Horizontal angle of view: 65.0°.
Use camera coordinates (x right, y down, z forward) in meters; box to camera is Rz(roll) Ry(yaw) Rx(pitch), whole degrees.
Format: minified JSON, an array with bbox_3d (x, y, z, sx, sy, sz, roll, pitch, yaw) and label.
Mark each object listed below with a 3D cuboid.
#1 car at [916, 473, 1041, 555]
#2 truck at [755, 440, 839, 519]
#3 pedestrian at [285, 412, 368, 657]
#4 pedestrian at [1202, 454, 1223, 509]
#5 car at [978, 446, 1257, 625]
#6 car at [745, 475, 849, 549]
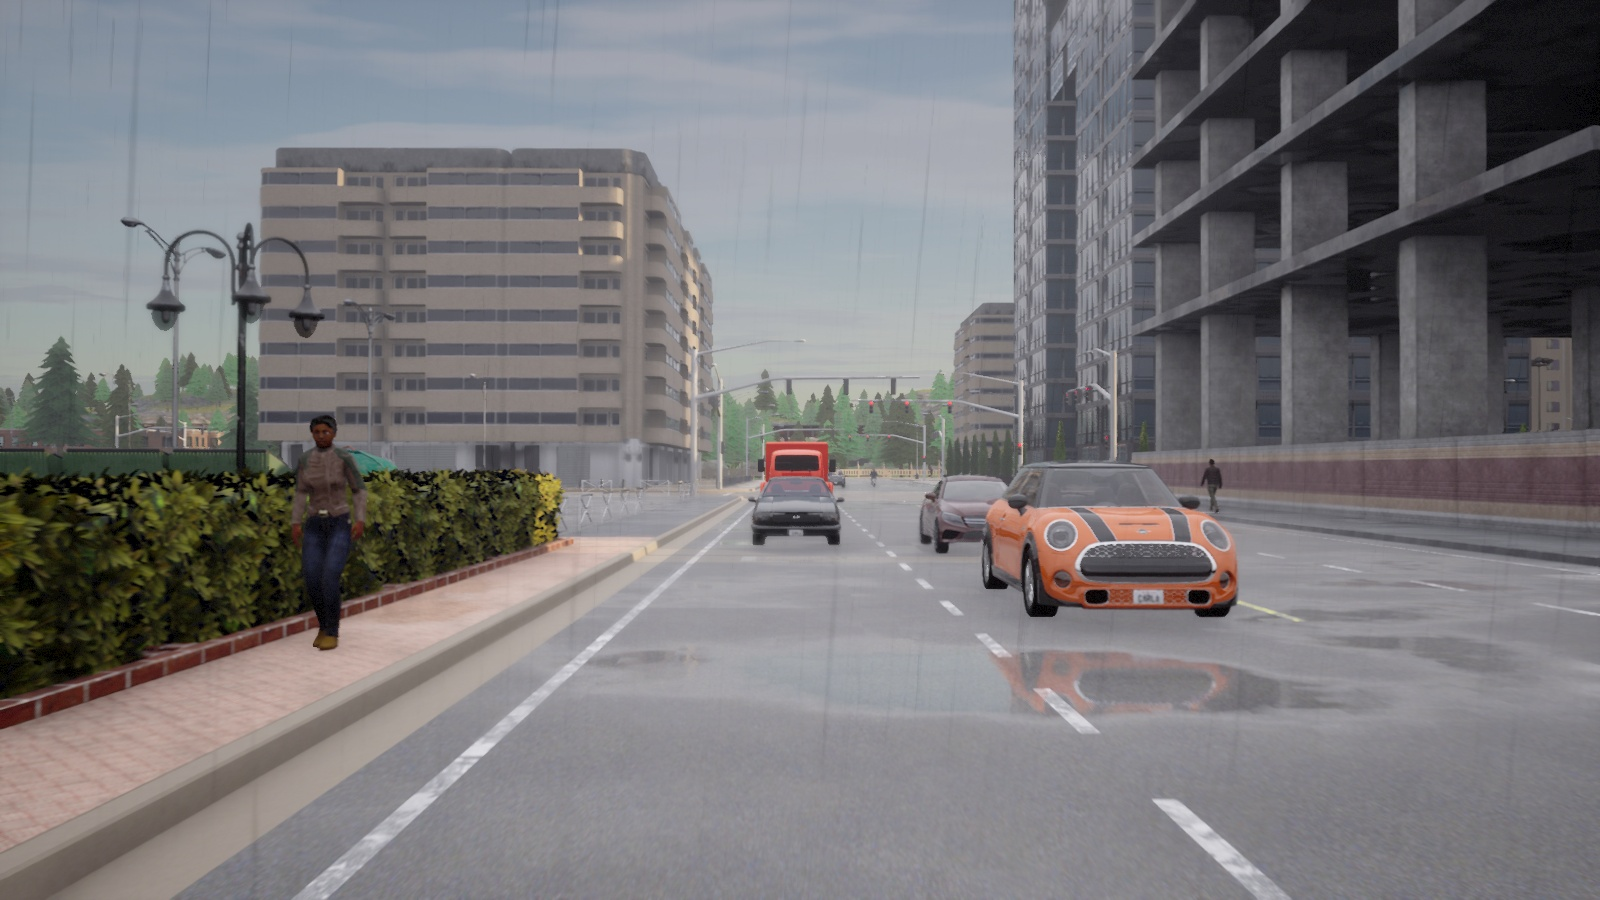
[{"bbox_3d":[3.439,1.204,25.004,1.812,1.442,4.674,0,-1,0],"label":"car"},{"bbox_3d":[-0.104,0.970,42.194,2.627,2.467,5.204,0,-1,0],"label":"truck"},{"bbox_3d":[-3.644,0.631,9.707,0.328,1.805,0.869,0,-1,-1],"label":"pedestrian"},{"bbox_3d":[13.849,1.046,42.150,0.431,1.840,0.703,0,-1,-2],"label":"pedestrian"},{"bbox_3d":[3.463,0.879,14.723,2.097,1.767,4.553,0,-1,0],"label":"car"},{"bbox_3d":[-0.066,1.276,27.260,2.033,1.411,5.357,0,-1,0],"label":"car"}]
